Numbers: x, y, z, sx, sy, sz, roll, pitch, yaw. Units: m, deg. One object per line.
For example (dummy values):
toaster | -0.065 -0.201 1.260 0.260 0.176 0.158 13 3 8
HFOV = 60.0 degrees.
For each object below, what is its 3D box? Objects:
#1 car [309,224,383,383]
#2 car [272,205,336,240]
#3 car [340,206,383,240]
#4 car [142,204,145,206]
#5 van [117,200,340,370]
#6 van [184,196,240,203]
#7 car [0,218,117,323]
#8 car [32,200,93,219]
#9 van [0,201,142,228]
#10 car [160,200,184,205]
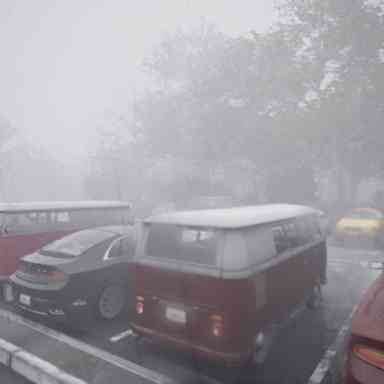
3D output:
car | 3.273 1.467 4.114 2.097 1.535 5.008 0 0 35
car | 6.216 1.513 18.074 2.002 1.452 4.674 0 0 35
car | 8.379 1.467 16.310 1.946 1.575 5.366 0 0 35
car | -5.120 1.542 26.153 2.002 1.452 4.674 0 0 36
van | 1.058 1.244 5.838 1.878 1.987 4.442 0 0 35
van | 1.744 1.252 21.401 1.878 1.987 4.442 0 0 35
car | -1.297 1.473 7.362 2.231 1.521 4.892 0 0 35
car | -11.926 1.554 31.000 2.097 1.535 5.008 -1 0 36
van | -3.646 1.249 8.898 1.878 1.987 4.442 0 0 35
car | -0.606 1.358 22.894 2.185 1.767 4.553 0 0 35
